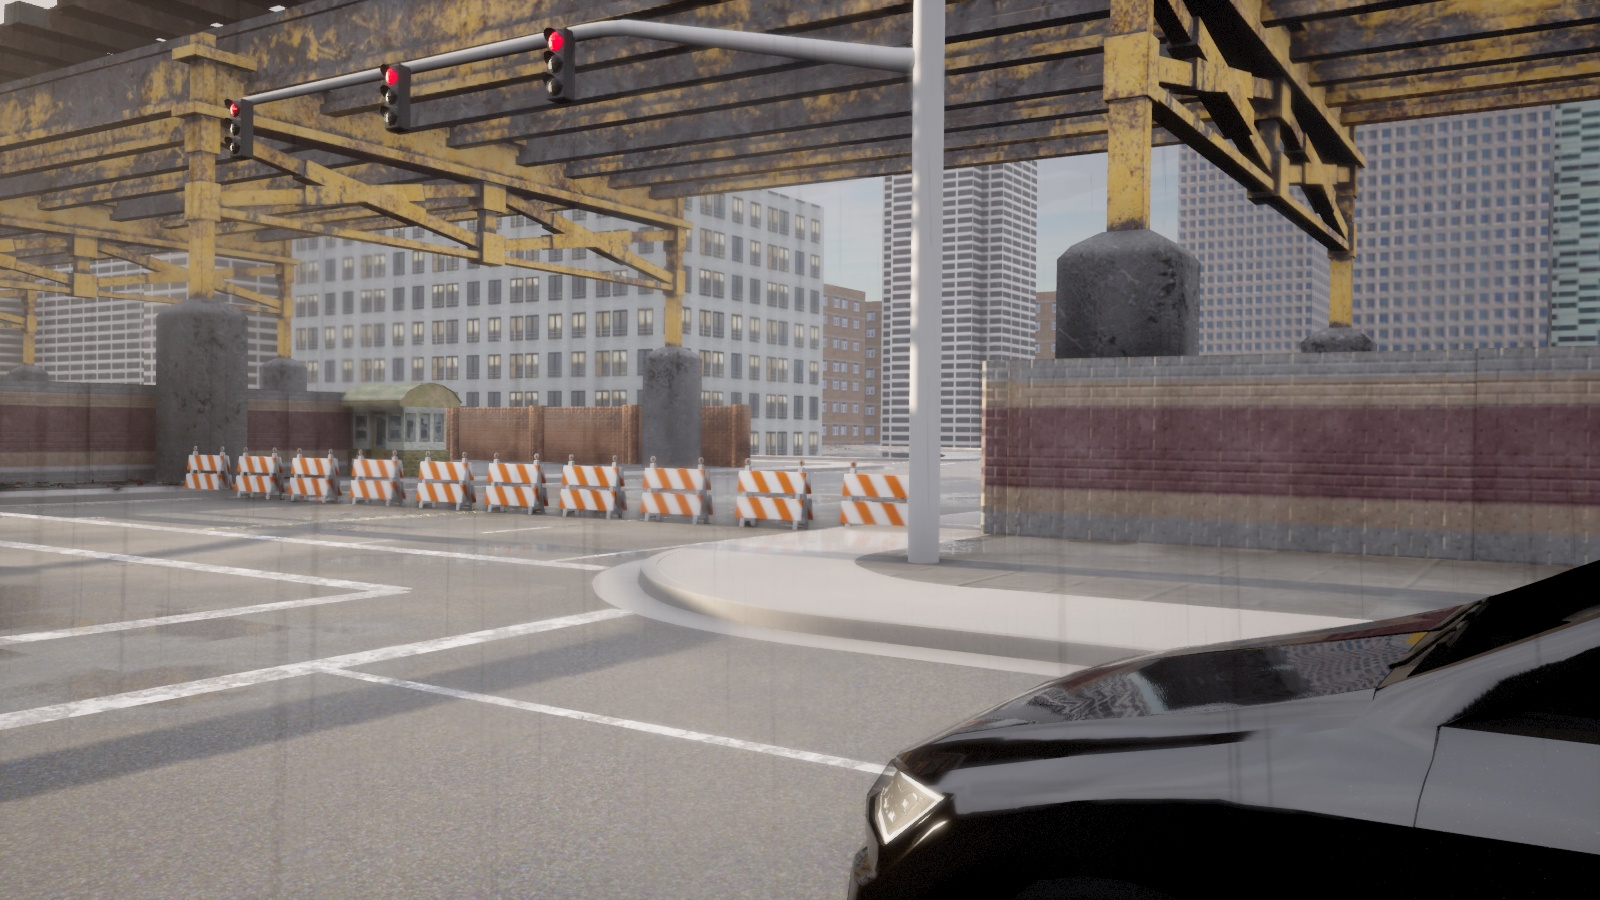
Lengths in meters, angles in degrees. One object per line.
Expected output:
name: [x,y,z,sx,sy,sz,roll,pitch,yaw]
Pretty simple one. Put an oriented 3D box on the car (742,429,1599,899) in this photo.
car: [2.136,0.696,2.204,4.193,1.474,1.816,0,1,34]
